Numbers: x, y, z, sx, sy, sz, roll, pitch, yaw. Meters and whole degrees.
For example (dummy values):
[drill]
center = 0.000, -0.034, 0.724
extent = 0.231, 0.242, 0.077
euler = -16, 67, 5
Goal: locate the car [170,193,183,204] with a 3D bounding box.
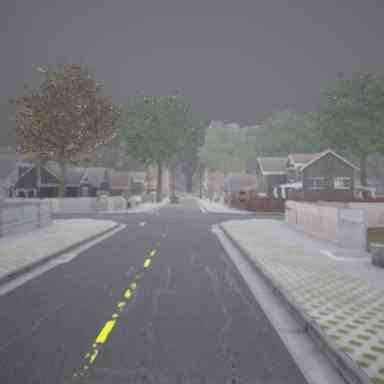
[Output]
[car]
center = -3.079, 1.545, 62.035
extent = 1.837, 1.490, 4.892
euler = 0, 2, 0
